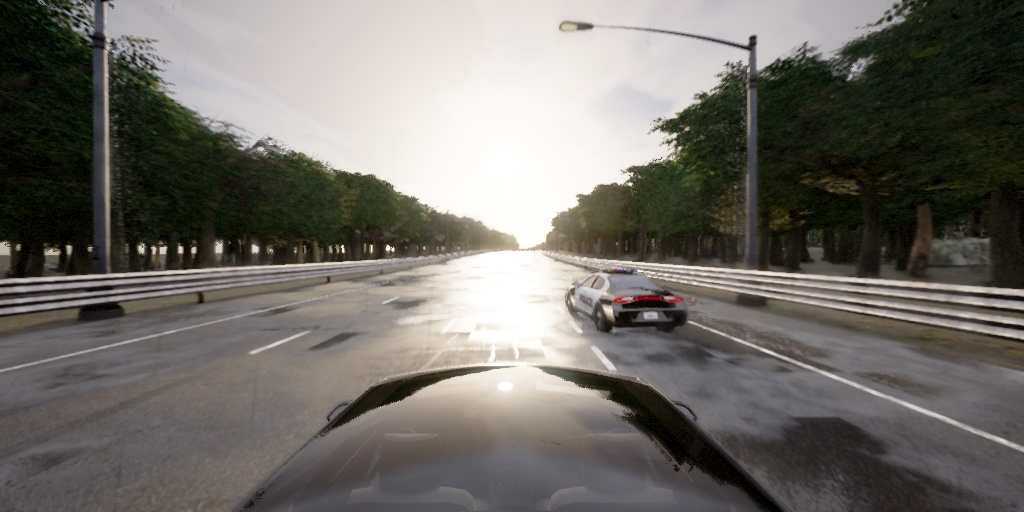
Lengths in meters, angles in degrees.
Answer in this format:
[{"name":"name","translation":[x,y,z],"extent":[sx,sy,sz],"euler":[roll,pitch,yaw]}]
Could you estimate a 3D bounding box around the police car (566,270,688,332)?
[{"name":"police car","translation":[3.011,1.184,10.760],"extent":[2.038,1.542,4.974],"euler":[0,1,-5]}]
